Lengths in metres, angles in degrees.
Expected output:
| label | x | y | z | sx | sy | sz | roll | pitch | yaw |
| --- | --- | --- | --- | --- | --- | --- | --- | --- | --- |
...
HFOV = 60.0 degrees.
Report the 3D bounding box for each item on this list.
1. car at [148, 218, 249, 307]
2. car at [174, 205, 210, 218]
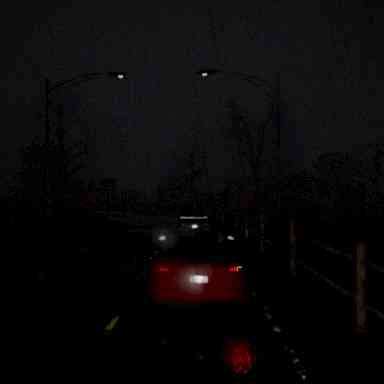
| label | x | y | z | sx | sy | sz | roll | pitch | yaw |
| --- | --- | --- | --- | --- | --- | --- | --- | --- | --- |
| car | 0.115 | 1.563 | 8.078 | 1.994 | 1.385 | 4.181 | 0 | 0 | 0 |
| car | 0.038 | 1.494 | 19.041 | 2.128 | 1.511 | 4.902 | 0 | 0 | -2 |
